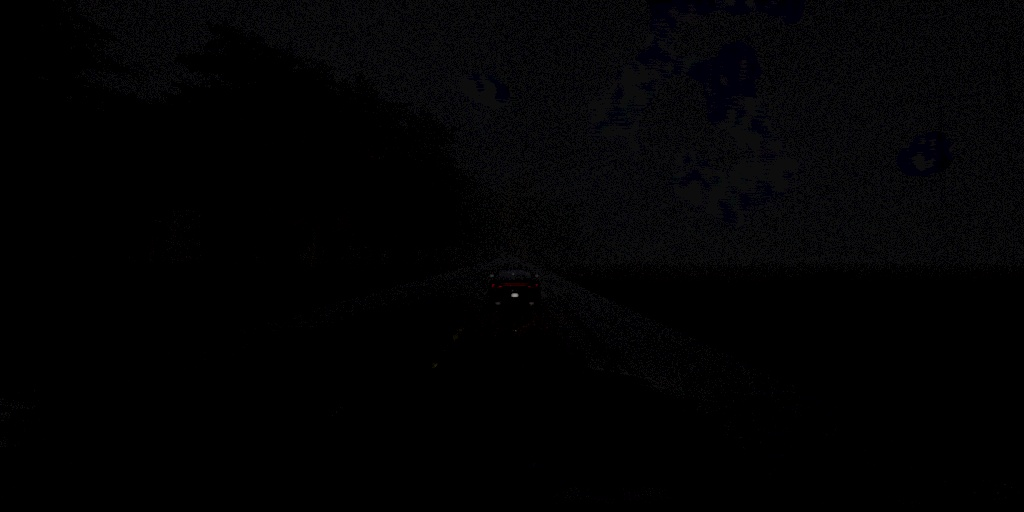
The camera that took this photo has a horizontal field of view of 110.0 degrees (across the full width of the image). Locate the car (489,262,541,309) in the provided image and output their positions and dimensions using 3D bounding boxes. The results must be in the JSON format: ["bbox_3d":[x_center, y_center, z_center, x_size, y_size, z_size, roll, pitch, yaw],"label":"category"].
[{"bbox_3d":[0.098,1.178,14.717,1.882,1.535,5.008,0,0,0],"label":"car"}]
